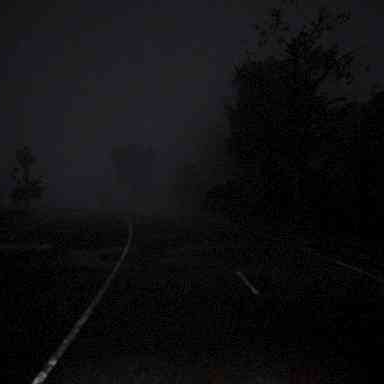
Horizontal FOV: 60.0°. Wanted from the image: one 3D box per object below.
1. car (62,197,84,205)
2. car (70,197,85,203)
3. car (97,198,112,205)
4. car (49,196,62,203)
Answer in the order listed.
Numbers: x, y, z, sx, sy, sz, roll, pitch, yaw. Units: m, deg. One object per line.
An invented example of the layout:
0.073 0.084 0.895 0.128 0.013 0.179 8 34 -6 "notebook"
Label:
-26.723 2.065 74.349 1.882 1.535 5.008 -3 2 -40 "car"
-27.921 1.923 81.178 1.812 1.442 4.674 -3 3 -42 "car"
-18.158 1.938 68.696 1.837 1.490 4.892 -2 1 -35 "car"
-33.626 1.806 82.170 2.097 1.767 4.553 -3 4 -45 "car"
